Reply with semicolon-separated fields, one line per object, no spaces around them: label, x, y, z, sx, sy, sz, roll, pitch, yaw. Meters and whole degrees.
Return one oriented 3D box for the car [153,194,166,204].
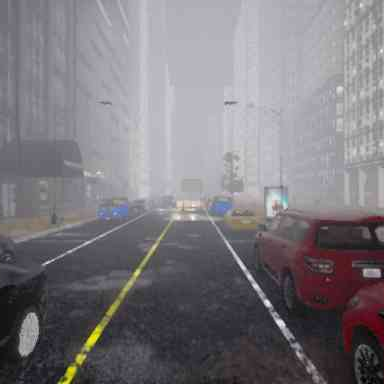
car;-5.680;1.211;58.608;1.967;1.590;4.097;0;0;0

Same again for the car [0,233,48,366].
car;-3.100;1.465;2.992;1.882;1.535;5.008;0;0;0

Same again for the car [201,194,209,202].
car;2.699;1.365;47.208;2.008;1.369;4.403;0;0;0

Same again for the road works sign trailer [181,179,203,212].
road works sign trailer;0.026;0.318;36.790;2.380;3.560;2.880;0;0;0

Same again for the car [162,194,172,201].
car;-5.681;1.252;75.675;1.887;1.381;4.507;0;0;0

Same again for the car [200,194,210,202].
car;2.700;1.169;69.963;1.967;1.590;4.097;0;0;0

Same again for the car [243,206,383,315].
car;2.699;1.285;7.385;2.192;1.841;5.009;0;0;0

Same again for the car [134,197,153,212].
car;-5.682;1.424;35.852;1.947;1.339;4.313;0;0;0

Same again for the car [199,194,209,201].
car;2.700;1.252;75.653;1.887;1.381;4.507;0;0;0

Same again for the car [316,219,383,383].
car;2.699;1.308;1.696;2.192;1.841;5.009;0;0;0

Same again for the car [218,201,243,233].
car;2.698;1.450;18.934;1.752;1.417;4.829;0;0;0

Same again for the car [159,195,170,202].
car;-5.681;1.279;69.986;2.008;1.369;4.403;0;0;0

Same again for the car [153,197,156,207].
car;-5.682;1.365;47.230;2.008;1.369;4.403;0;0;0

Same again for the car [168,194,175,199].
car;-5.680;1.190;92.743;1.887;1.381;4.507;0;0;0

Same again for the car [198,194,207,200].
car;2.701;1.217;87.031;2.008;1.369;4.403;0;0;0

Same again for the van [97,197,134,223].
van;-5.681;1.243;24.472;1.690;1.788;3.998;0;0;0

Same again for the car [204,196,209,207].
car;2.698;1.409;35.831;2.008;1.369;4.403;0;0;0

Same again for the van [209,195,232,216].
van;2.700;1.221;30.141;1.690;1.788;3.998;0;0;0

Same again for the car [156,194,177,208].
car;-3.082;1.181;43.264;2.097;1.767;4.553;0;0;0
